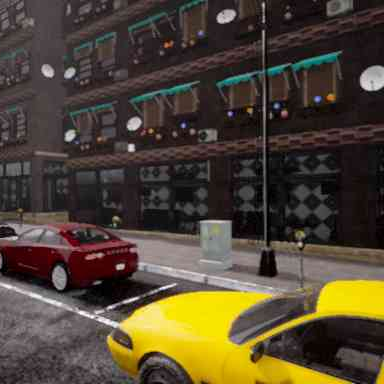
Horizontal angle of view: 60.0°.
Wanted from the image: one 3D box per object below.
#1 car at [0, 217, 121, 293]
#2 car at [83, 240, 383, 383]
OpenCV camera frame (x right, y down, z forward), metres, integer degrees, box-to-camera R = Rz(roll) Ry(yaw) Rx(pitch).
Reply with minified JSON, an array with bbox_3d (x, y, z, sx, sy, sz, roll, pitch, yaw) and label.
[{"bbox_3d":[-3.367,1.454,8.492,4.507,1.381,1.887,1,-1,35],"label":"car"},{"bbox_3d":[1.537,1.459,2.857,5.366,1.575,1.801,1,0,35],"label":"car"}]
